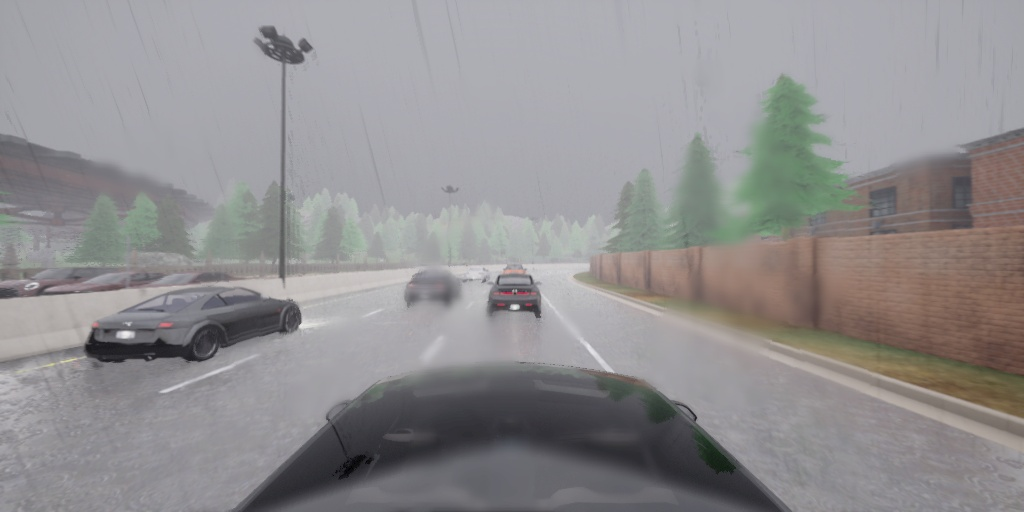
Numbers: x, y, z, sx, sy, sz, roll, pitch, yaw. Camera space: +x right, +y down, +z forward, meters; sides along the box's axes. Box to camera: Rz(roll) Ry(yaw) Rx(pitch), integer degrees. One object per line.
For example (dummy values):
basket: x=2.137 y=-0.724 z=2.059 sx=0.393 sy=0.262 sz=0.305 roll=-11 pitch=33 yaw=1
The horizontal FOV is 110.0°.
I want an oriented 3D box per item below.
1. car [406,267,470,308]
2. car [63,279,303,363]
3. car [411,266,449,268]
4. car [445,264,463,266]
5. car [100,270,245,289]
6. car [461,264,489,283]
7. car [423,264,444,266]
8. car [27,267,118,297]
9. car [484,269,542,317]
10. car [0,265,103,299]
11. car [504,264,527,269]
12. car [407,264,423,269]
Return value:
car: x=-3.400 y=1.435 z=16.432 sx=2.128 sy=1.511 sz=4.902 roll=0 pitch=-1 yaw=0
car: x=-6.909 y=1.402 z=8.423 sx=1.994 sy=1.385 sz=4.181 roll=0 pitch=-1 yaw=0
car: x=-6.787 y=1.728 z=30.454 sx=1.895 sy=1.301 sz=4.718 roll=0 pitch=-1 yaw=2
car: x=-8.929 y=2.013 z=59.598 sx=1.837 sy=1.490 sz=4.892 roll=0 pitch=0 yaw=18
car: x=-14.091 y=1.410 z=15.682 sx=1.882 sy=1.535 sz=5.008 roll=0 pitch=-1 yaw=0
car: x=-3.152 y=1.687 z=33.057 sx=1.812 sy=1.442 sz=4.674 roll=0 pitch=-1 yaw=3
car: x=-12.287 y=2.072 z=60.794 sx=2.033 sy=1.411 sz=5.357 roll=0 pitch=-1 yaw=18
car: x=-17.589 y=1.417 z=16.295 sx=1.882 sy=1.535 sz=5.008 roll=0 pitch=-1 yaw=0
car: x=0.099 y=1.415 z=13.926 sx=1.837 sy=1.490 sz=4.892 roll=0 pitch=-1 yaw=0
car: x=-21.085 y=1.302 z=17.029 sx=2.097 sy=1.767 sz=4.553 roll=0 pitch=-1 yaw=0
car: x=0.299 y=1.497 z=31.752 sx=2.097 sy=1.767 sz=4.553 roll=0 pitch=-1 yaw=3
car: x=-15.758 y=2.077 z=61.215 sx=2.033 sy=1.411 sz=5.357 roll=0 pitch=-1 yaw=18
